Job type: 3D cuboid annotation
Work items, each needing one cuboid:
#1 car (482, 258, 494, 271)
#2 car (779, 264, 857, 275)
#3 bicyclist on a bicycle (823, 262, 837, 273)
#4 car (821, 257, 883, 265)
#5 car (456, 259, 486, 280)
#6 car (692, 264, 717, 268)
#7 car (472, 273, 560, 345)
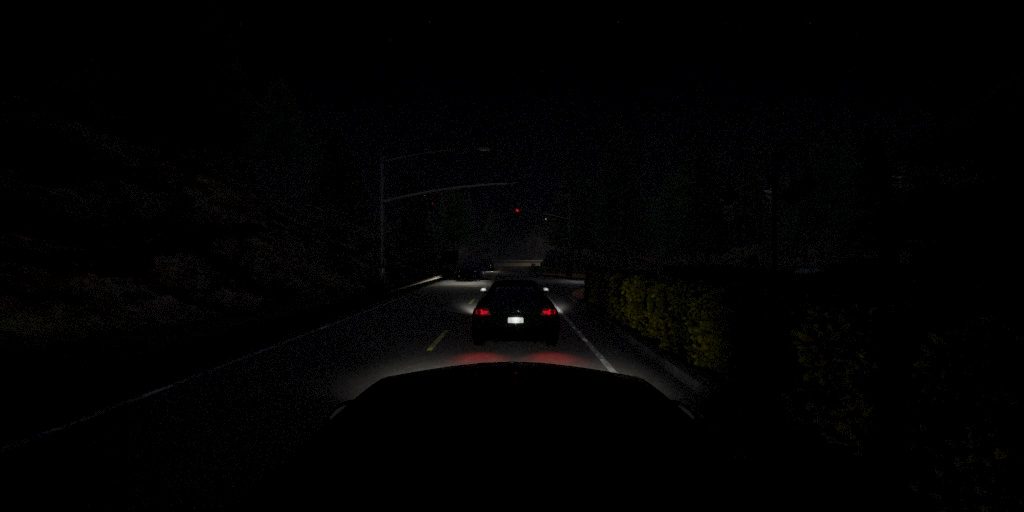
[{"bbox_3d":[-3.618,1.103,49.096,2.097,1.767,4.553,0,0,0],"label":"car"},{"bbox_3d":[21.380,1.459,25.919,5.357,1.411,2.033,0,0,0],"label":"car"},{"bbox_3d":[19.815,1.213,22.127,0.582,1.620,1.656,0,0,0],"label":"bicyclist on a bicycle"},{"bbox_3d":[27.286,1.135,29.527,5.566,2.045,2.150,0,0,1],"label":"car"},{"bbox_3d":[-3.622,1.227,31.098,1.882,1.535,5.008,0,0,0],"label":"car"},{"bbox_3d":[15.485,1.404,29.596,4.902,1.511,2.128,0,0,0],"label":"car"},{"bbox_3d":[0.075,1.314,9.511,1.994,1.385,4.181,0,0,0],"label":"car"}]
